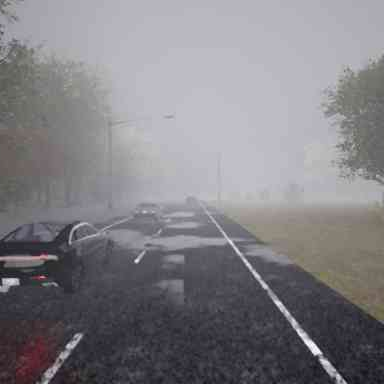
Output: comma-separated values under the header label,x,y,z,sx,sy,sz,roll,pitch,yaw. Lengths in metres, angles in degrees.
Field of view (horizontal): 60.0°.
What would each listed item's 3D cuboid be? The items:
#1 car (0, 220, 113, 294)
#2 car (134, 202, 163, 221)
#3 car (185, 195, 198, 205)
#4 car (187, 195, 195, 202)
label,x,y,z,sx,sy,sz,roll,pitch,yaw
car,-3.424,1.481,8.712,2.128,1.511,4.902,0,0,0
car,-3.486,1.506,26.959,2.033,1.411,5.357,0,0,0
car,-0.078,1.386,55.151,1.882,1.535,5.008,0,0,0
car,-0.235,1.381,73.362,1.837,1.490,4.892,0,0,0
